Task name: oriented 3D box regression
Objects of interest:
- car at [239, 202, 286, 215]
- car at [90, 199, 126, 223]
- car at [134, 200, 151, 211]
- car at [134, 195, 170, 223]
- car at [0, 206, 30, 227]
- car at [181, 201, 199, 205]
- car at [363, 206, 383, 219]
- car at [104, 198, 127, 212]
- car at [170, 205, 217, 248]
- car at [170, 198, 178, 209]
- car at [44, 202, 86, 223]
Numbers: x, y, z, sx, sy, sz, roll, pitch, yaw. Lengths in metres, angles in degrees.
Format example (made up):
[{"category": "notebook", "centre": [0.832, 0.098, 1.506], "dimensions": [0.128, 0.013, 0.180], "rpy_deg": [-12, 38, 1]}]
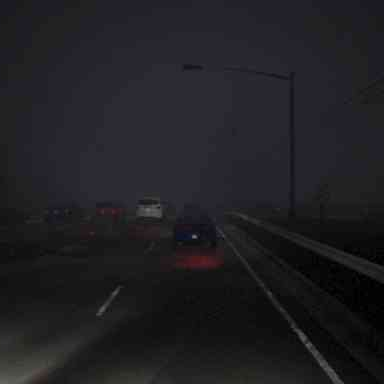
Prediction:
[{"category": "car", "centre": [7.914, 1.855, 37.725], "dimensions": [2.033, 1.411, 5.357], "rpy_deg": [0, -1, -43]}, {"category": "car", "centre": [-6.908, 1.580, 27.947], "dimensions": [2.097, 1.767, 4.553], "rpy_deg": [0, 0, 0]}, {"category": "car", "centre": [-6.924, 1.908, 46.967], "dimensions": [1.812, 1.442, 4.674], "rpy_deg": [0, 0, 0]}, {"category": "car", "centre": [-3.406, 1.452, 28.251], "dimensions": [2.150, 2.045, 5.566], "rpy_deg": [0, 0, 0]}, {"category": "car", "centre": [-13.906, 1.745, 24.260], "dimensions": [2.033, 1.411, 5.357], "rpy_deg": [0, 0, 0]}, {"category": "car", "centre": [0.096, 1.800, 30.883], "dimensions": [2.033, 1.411, 5.357], "rpy_deg": [0, 0, 0]}, {"category": "car", "centre": [18.298, 1.724, 30.045], "dimensions": [5.008, 1.535, 1.882], "rpy_deg": [0, -1, 28]}, {"category": "car", "centre": [-10.408, 1.723, 45.578], "dimensions": [2.097, 1.767, 4.553], "rpy_deg": [0, 0, 0]}, {"category": "car", "centre": [0.096, 1.605, 15.481], "dimensions": [1.882, 1.535, 5.008], "rpy_deg": [0, 0, 0]}, {"category": "car", "centre": [-3.411, 1.945, 46.793], "dimensions": [1.994, 1.385, 4.181], "rpy_deg": [0, 0, 0]}, {"category": "car", "centre": [-10.406, 1.577, 27.619], "dimensions": [2.097, 1.767, 4.553], "rpy_deg": [0, 0, 0]}]
